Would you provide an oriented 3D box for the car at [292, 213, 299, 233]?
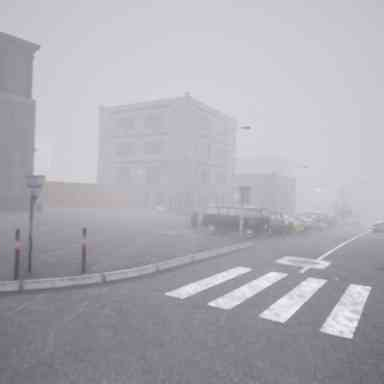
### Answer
[{"bbox_3d":[5.574,2.325,26.090,4.553,1.767,2.185,2,-3,31],"label":"car"}]

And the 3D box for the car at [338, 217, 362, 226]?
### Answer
[{"bbox_3d":[35.900,6.852,77.641,5.566,2.045,2.435,2,-4,31],"label":"car"}]

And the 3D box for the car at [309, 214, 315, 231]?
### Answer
[{"bbox_3d":[8.454,2.923,30.987,4.792,1.488,2.163,2,-4,31],"label":"car"}]

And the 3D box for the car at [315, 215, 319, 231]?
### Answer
[{"bbox_3d":[9.843,3.149,33.395,4.674,1.452,2.002,2,-4,31],"label":"car"}]

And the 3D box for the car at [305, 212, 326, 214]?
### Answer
[{"bbox_3d":[14.011,3.498,40.511,5.566,2.045,2.435,2,-4,31],"label":"car"}]

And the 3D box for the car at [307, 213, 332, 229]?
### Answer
[{"bbox_3d":[12.830,3.544,38.100,5.366,1.575,1.946,2,-4,31],"label":"car"}]

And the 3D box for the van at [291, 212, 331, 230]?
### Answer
[{"bbox_3d":[15.346,3.738,42.952,4.442,1.987,1.878,2,-4,31],"label":"van"}]

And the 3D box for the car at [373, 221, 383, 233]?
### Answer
[{"bbox_3d":[26.808,4.917,47.059,1.837,1.490,4.892,2,-4,31],"label":"car"}]

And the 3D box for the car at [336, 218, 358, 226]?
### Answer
[{"bbox_3d":[37.368,7.197,80.019,4.553,1.767,2.185,2,-4,31],"label":"car"}]

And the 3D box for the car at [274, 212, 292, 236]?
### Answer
[{"bbox_3d":[4.122,2.238,23.706,5.008,1.535,2.097,2,-3,31],"label":"car"}]

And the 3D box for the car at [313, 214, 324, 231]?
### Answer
[{"bbox_3d":[11.193,3.356,35.686,4.674,1.452,2.002,2,-4,31],"label":"car"}]

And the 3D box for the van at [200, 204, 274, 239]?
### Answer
[{"bbox_3d":[2.633,1.818,21.388,4.442,1.987,1.878,2,-3,31],"label":"van"}]

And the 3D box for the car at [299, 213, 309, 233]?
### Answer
[{"bbox_3d":[6.858,2.668,28.700,5.366,1.575,1.946,2,-4,31],"label":"car"}]

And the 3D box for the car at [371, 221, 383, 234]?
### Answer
[{"bbox_3d":[21.671,4.162,38.147,2.033,1.411,5.357,2,-4,31],"label":"car"}]
